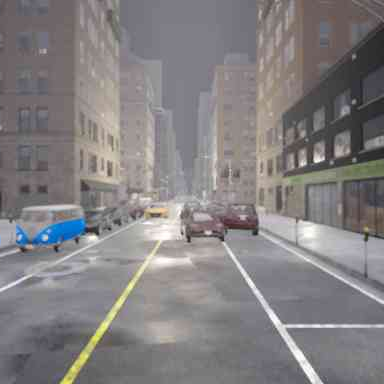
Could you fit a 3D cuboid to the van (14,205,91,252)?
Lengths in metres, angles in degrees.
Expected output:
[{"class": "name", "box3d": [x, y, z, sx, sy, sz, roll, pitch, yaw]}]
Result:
[{"class": "van", "box3d": [-5.866, 1.463, 14.117, 1.690, 1.788, 3.998, 0, 0, 0]}]

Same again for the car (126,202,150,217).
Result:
[{"class": "car", "box3d": [-5.884, 1.853, 36.459, 1.887, 1.381, 4.507, 0, 0, 0]}]

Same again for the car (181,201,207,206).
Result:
[{"class": "car", "box3d": [0.061, 1.613, 30.730, 2.097, 1.767, 4.553, 0, 0, 0]}]

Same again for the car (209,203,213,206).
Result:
[{"class": "car", "box3d": [2.650, 1.767, 25.299, 2.008, 1.369, 4.403, 0, 0, 0]}]

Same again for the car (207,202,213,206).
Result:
[{"class": "car", "box3d": [2.646, 1.828, 30.883, 1.947, 1.339, 4.313, 0, 0, 0]}]

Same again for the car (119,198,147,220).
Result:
[{"class": "car", "box3d": [-5.879, 1.577, 30.873, 2.192, 1.841, 5.009, 0, 0, 0]}]

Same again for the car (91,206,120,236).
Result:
[{"class": "car", "box3d": [-5.871, 1.735, 19.701, 1.947, 1.339, 4.313, 0, 0, 0]}]

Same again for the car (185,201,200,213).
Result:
[{"class": "car", "box3d": [0.042, 1.883, 42.356, 1.812, 1.442, 4.674, 0, 0, 0]}]

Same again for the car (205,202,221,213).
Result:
[{"class": "car", "box3d": [2.637, 1.937, 42.053, 1.802, 1.307, 4.206, 0, 0, 0]}]

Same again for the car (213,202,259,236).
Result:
[{"class": "car", "box3d": [2.655, 1.485, 19.715, 2.192, 1.841, 5.009, 0, 0, 0]}]

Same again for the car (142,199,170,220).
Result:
[{"class": "car", "box3d": [-3.117, 1.740, 30.889, 1.882, 1.535, 5.008, 0, 0, 0]}]

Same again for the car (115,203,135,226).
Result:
[{"class": "car", "box3d": [-5.875, 1.782, 25.287, 1.947, 1.339, 4.313, 0, 0, 0]}]

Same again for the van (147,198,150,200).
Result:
[{"class": "van", "box3d": [-5.888, 1.696, 42.046, 1.690, 1.788, 3.998, 0, 0, 0]}]

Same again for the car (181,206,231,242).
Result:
[{"class": "car", "box3d": [0.482, 1.674, 17.172, 1.812, 1.442, 4.674, 0, -1, -6]}]

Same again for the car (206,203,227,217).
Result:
[{"class": "car", "box3d": [2.641, 1.874, 36.468, 1.947, 1.339, 4.313, 0, 0, 0]}]
